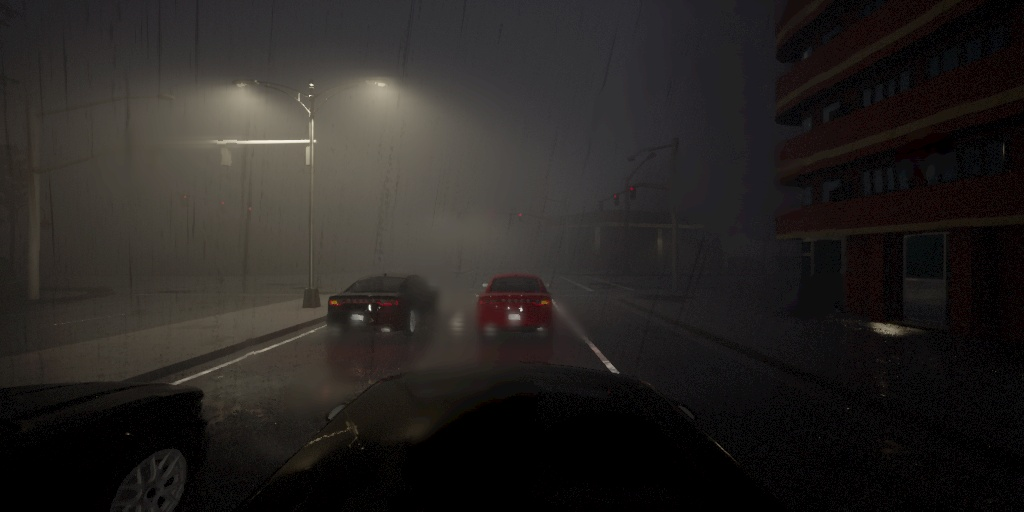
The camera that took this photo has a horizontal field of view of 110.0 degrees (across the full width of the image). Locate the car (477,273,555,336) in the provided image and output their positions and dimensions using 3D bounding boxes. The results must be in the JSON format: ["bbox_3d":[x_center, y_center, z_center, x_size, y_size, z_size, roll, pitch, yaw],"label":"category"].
[{"bbox_3d":[0.113,1.228,10.460,1.882,1.535,5.008,0,0,1],"label":"car"}]

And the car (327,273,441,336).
[{"bbox_3d":[-3.392,1.228,10.447,1.882,1.535,5.008,0,0,0],"label":"car"}]

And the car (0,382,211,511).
[{"bbox_3d":[-3.408,1.228,0.873,1.882,1.535,5.008,0,0,0],"label":"car"}]
